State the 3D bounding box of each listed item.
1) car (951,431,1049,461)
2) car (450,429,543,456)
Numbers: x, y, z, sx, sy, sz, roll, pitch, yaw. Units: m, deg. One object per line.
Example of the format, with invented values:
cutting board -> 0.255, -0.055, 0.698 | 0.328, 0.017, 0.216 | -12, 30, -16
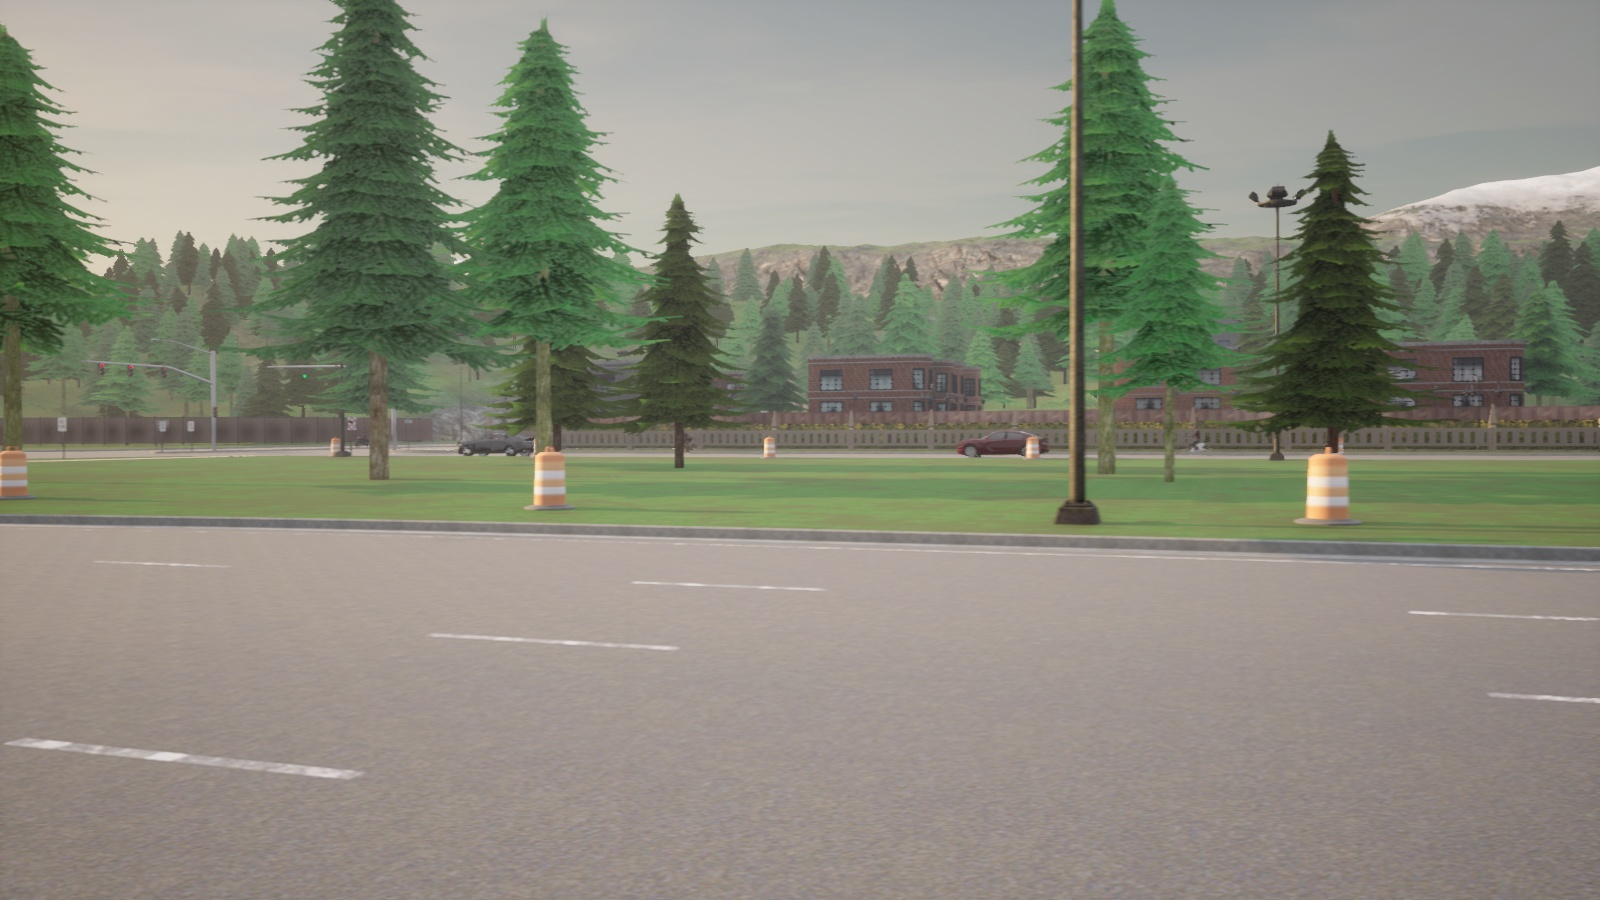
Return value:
car -> 10.833, -0.246, 68.125 | 5.008, 1.535, 1.882 | 1, 1, 18
car -> -17.877, -0.470, 74.008 | 4.902, 1.511, 2.128 | 1, 1, 18
